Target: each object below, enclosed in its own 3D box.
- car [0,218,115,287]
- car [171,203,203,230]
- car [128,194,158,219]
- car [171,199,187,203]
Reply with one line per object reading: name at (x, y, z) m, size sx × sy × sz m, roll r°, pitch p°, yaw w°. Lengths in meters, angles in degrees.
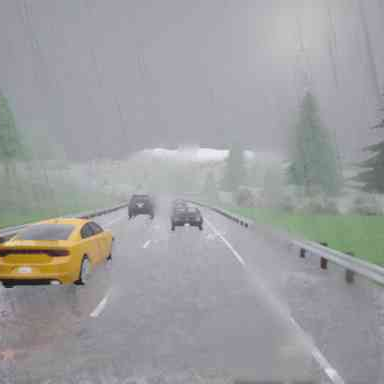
car at (-3.515, 1.478, 9.403) m, size 1.882 × 1.535 × 5.008 m, roll 0°, pitch 0°, yaw -1°
car at (-0.373, 1.600, 21.273) m, size 1.895 × 1.301 × 4.718 m, roll 0°, pitch 0°, yaw -2°
car at (-4.259, 1.221, 29.244) m, size 2.150 × 2.045 × 5.566 m, roll 0°, pitch 0°, yaw -3°
car at (-1.490, 1.546, 39.848) m, size 2.033 × 1.411 × 5.357 m, roll 0°, pitch 0°, yaw -4°
